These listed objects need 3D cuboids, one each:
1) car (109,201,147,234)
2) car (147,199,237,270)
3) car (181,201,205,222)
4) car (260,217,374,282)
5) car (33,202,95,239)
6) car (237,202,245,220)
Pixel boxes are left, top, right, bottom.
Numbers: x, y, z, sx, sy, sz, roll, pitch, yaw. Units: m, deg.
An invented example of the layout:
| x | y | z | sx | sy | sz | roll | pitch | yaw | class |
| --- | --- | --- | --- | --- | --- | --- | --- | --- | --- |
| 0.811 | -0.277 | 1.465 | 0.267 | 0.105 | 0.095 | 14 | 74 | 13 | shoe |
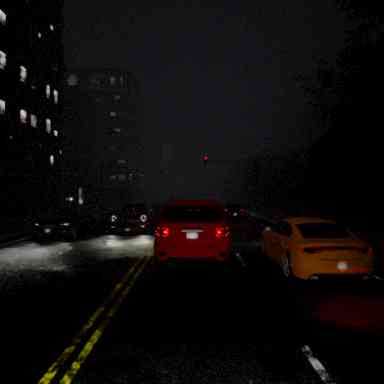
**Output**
| x | y | z | sx | sy | sz | roll | pitch | yaw | class |
| --- | --- | --- | --- | --- | --- | --- | --- | --- | --- |
| -3.340 | 1.368 | 19.437 | 2.097 | 1.767 | 4.553 | 0 | 0 | 0 | car |
| 0.077 | 1.228 | 11.188 | 2.150 | 2.045 | 5.566 | 0 | 0 | 2 | car |
| 0.098 | 1.531 | 27.324 | 1.837 | 1.490 | 4.892 | 0 | 0 | 0 | car |
| 3.333 | 1.485 | 9.837 | 1.882 | 1.535 | 5.008 | 0 | 0 | 0 | car |
| -6.592 | 1.507 | 17.629 | 2.128 | 1.511 | 4.902 | 0 | 0 | 0 | car |
| 3.349 | 1.552 | 28.027 | 1.812 | 1.442 | 4.674 | 0 | 0 | 0 | car |
